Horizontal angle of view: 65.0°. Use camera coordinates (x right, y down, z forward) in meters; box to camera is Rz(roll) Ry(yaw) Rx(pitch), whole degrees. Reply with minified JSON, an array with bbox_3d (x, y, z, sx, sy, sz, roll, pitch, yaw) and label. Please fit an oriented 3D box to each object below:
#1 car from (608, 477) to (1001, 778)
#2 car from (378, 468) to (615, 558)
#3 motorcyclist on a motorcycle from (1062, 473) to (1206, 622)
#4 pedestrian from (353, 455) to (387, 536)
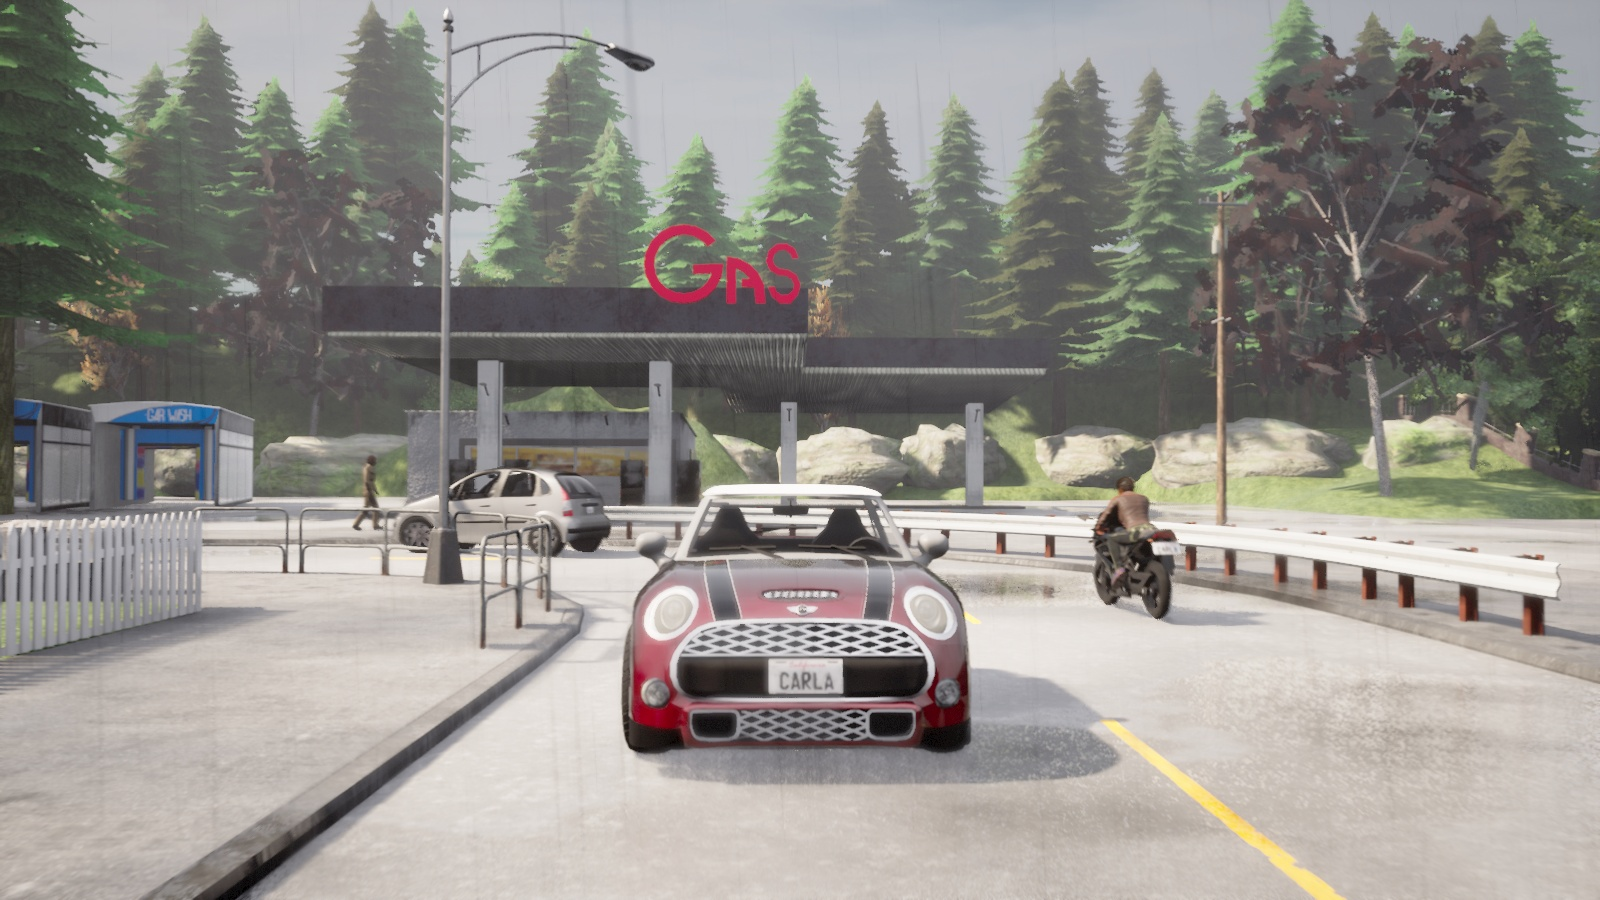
[{"bbox_3d":[-0.048,0.924,8.206,1.970,1.475,3.806,0,-1,-2],"label":"car"},{"bbox_3d":[-5.739,1.154,23.838,3.988,1.617,1.851,-1,-1,17],"label":"car"},{"bbox_3d":[3.680,1.030,14.066,0.797,1.523,2.044,-1,-1,-8],"label":"motorcyclist on a motorcycle"},{"bbox_3d":[-10.291,1.091,30.063,0.692,1.930,0.396,0,-1,-7],"label":"pedestrian"}]
